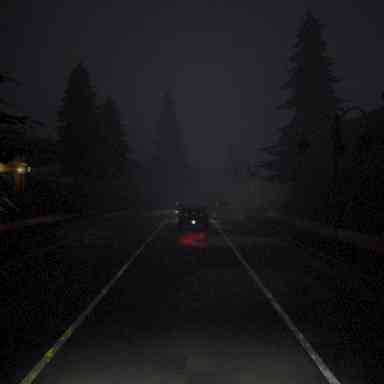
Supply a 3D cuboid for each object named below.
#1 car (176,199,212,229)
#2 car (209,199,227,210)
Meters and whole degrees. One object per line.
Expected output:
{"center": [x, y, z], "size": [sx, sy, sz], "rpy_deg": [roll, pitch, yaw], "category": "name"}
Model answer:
{"center": [0.101, 1.444, 21.226], "size": [1.837, 1.490, 4.892], "rpy_deg": [0, 0, 0], "category": "car"}
{"center": [3.036, 1.484, 41.166], "size": [1.895, 1.301, 4.718], "rpy_deg": [0, 0, 19], "category": "car"}
